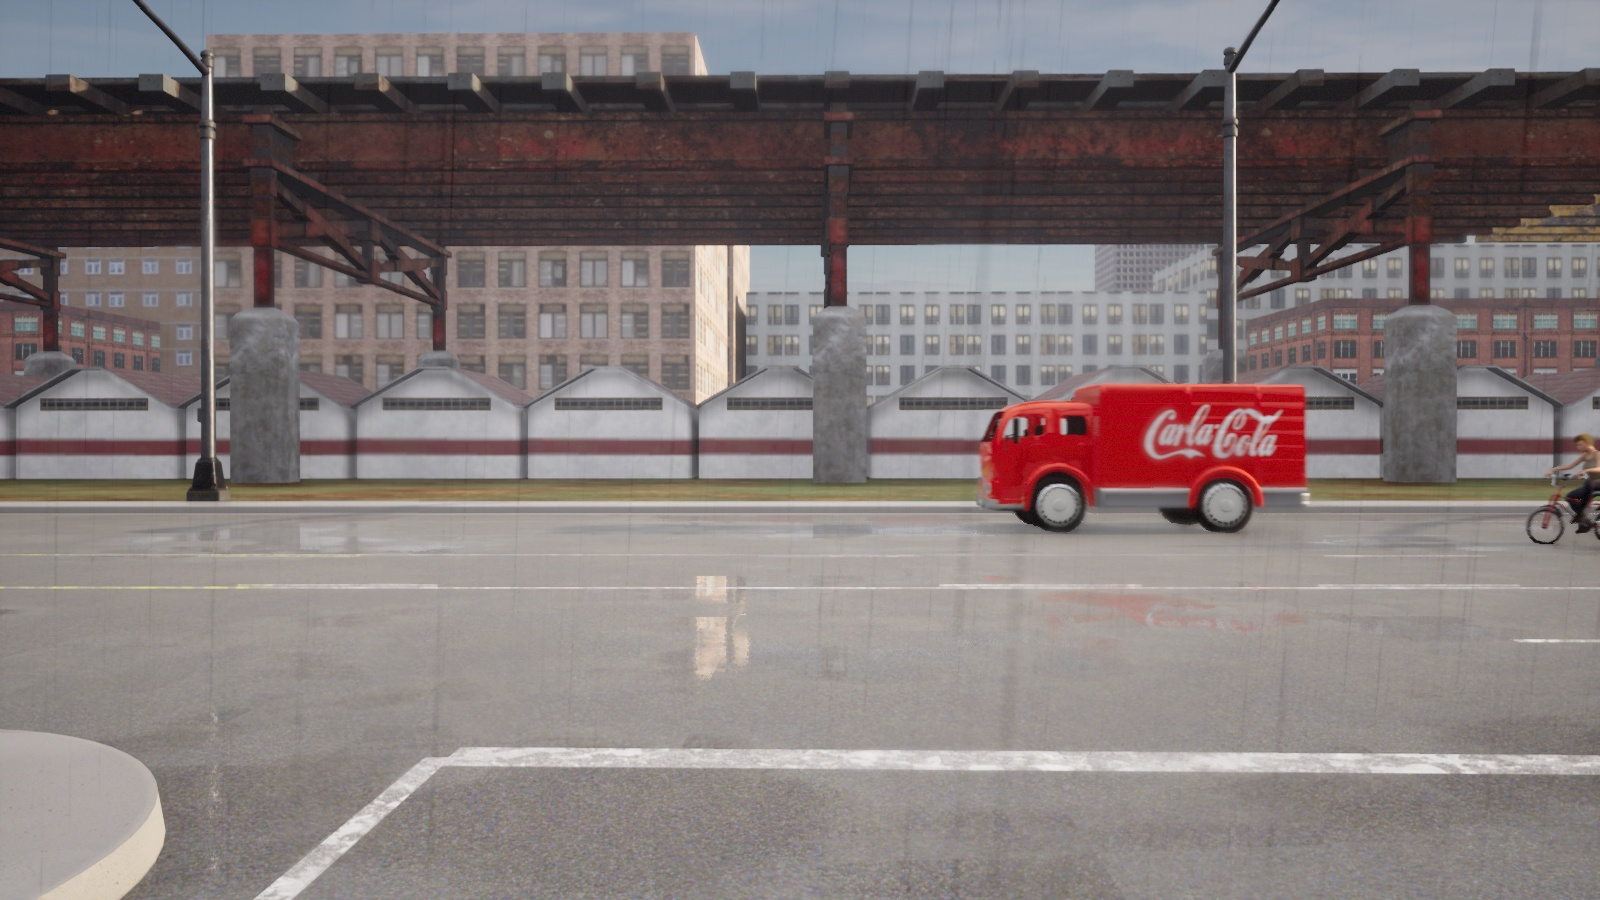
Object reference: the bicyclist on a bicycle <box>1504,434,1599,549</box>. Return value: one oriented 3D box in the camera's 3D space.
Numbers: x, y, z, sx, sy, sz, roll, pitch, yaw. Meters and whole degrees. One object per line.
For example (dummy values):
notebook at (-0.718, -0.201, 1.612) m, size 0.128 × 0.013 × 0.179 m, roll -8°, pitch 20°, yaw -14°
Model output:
bicyclist on a bicycle at (11.102, 0.584, 18.031) m, size 1.509 × 1.612 × 0.866 m, roll 0°, pitch 0°, yaw 1°

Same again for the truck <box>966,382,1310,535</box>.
truck at (5.625, 0.135, 21.585) m, size 5.204 × 2.467 × 2.627 m, roll 0°, pitch 0°, yaw 1°
